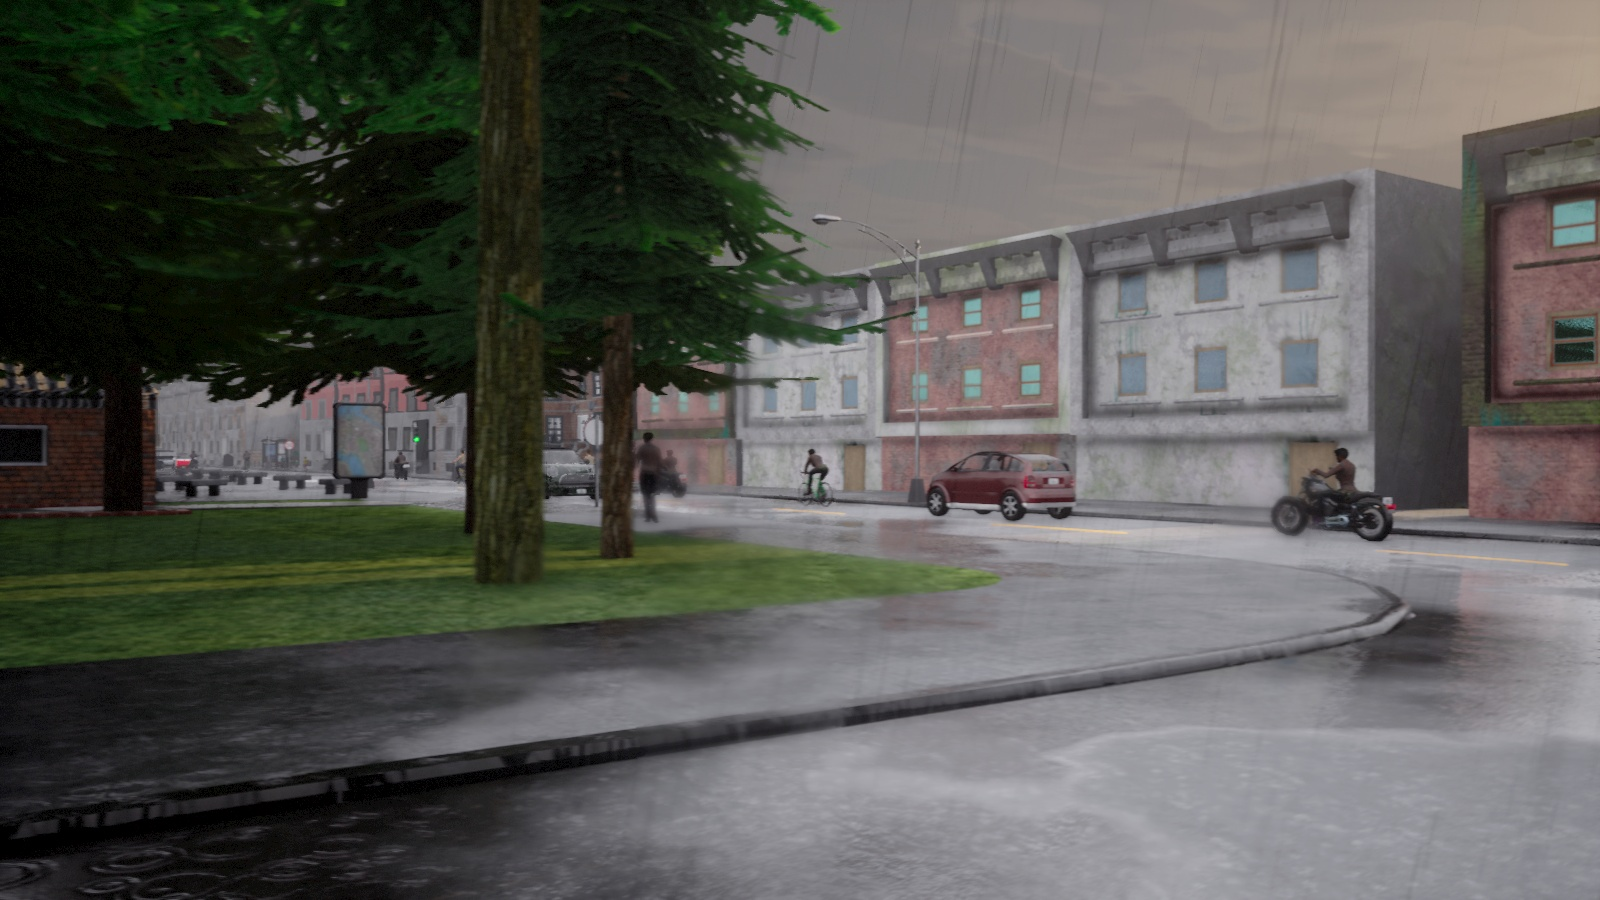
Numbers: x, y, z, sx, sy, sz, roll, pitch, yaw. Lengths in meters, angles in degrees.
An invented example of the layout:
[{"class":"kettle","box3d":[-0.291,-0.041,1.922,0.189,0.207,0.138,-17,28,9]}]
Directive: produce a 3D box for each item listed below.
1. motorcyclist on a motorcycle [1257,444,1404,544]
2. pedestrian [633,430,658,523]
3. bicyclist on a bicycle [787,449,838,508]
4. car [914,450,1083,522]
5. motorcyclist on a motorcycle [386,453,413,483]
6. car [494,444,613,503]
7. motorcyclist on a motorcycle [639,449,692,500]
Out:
[{"class":"motorcyclist on a motorcycle","box3d":[9.276,0.728,22.074,0.766,1.649,2.350,0,0,-32]},{"class":"pedestrian","box3d":[-3.079,0.522,25.009,0.328,1.805,0.869,0,0,-19]},{"class":"bicyclist on a bicycle","box3d":[0.342,0.783,35.078,0.582,1.620,1.656,0,-1,-34]},{"class":"car","box3d":[4.512,0.783,29.016,1.789,1.549,3.705,0,0,-34]},{"class":"motorcyclist on a motorcycle","box3d":[-21.171,0.934,66.327,0.797,1.523,2.044,0,0,-35]},{"class":"car","box3d":[-7.932,0.718,40.054,2.097,1.767,4.553,0,0,-35]},{"class":"motorcyclist on a motorcycle","box3d":[-4.530,0.808,42.166,0.766,1.649,2.350,0,0,-35]}]
